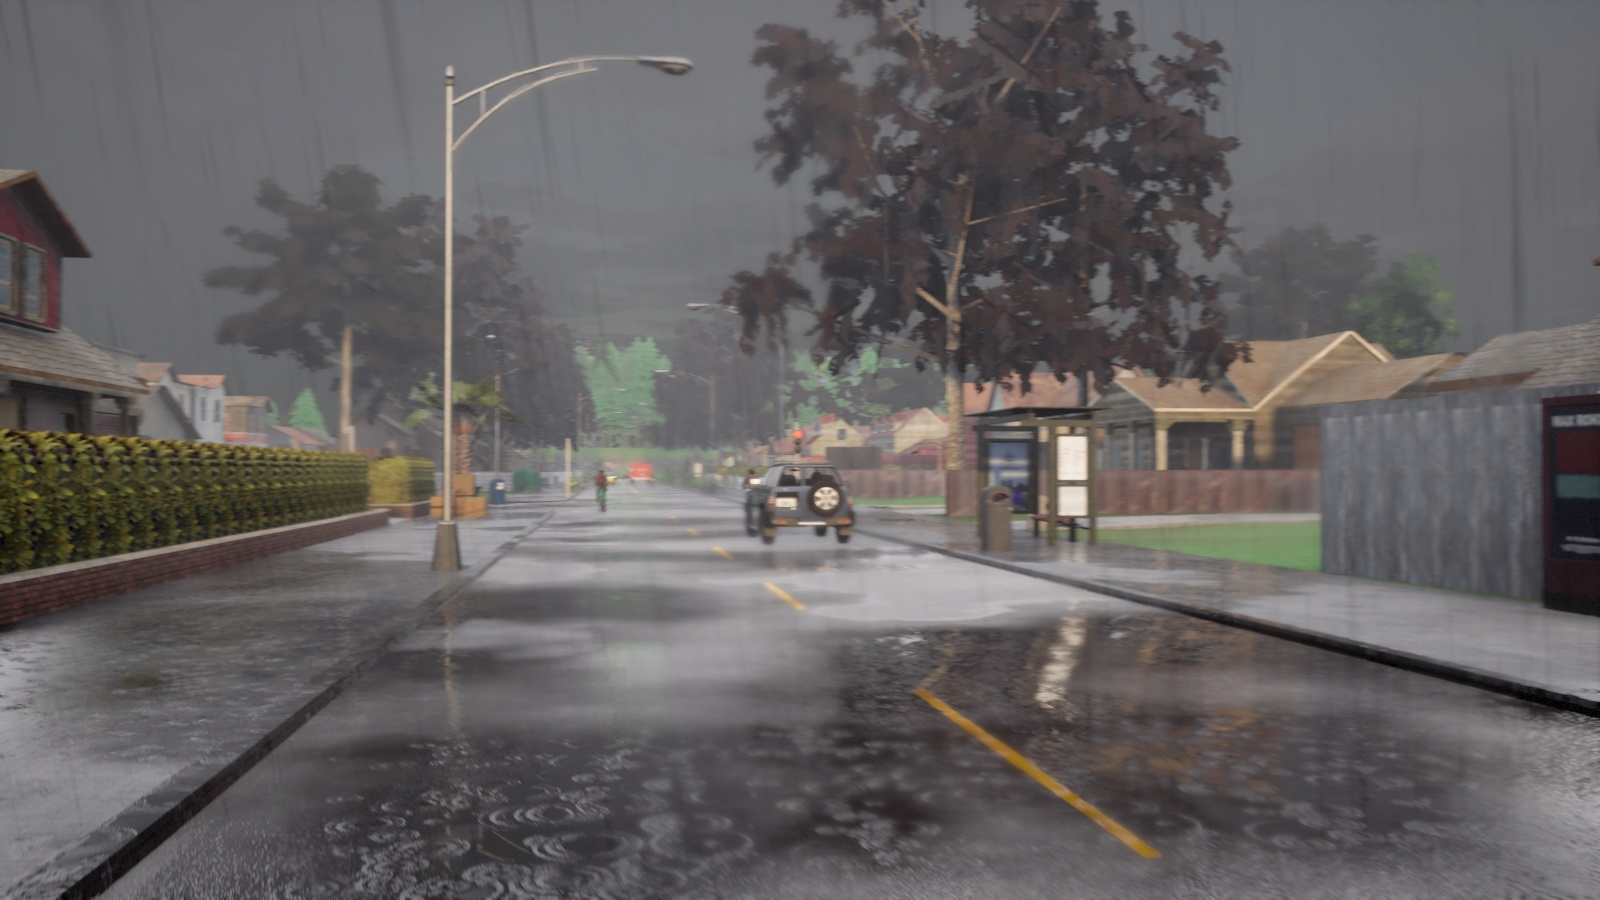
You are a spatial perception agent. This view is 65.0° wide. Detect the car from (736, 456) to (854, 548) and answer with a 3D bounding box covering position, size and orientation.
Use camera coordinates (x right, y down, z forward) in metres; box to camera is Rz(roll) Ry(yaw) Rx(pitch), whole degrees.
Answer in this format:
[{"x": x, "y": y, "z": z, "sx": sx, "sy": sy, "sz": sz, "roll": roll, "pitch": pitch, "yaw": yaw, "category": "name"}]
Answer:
[{"x": -0.214, "y": 1.106, "z": 28.102, "sx": 1.932, "sy": 1.855, "sz": 4.605, "roll": 0, "pitch": -1, "yaw": -9, "category": "car"}]
